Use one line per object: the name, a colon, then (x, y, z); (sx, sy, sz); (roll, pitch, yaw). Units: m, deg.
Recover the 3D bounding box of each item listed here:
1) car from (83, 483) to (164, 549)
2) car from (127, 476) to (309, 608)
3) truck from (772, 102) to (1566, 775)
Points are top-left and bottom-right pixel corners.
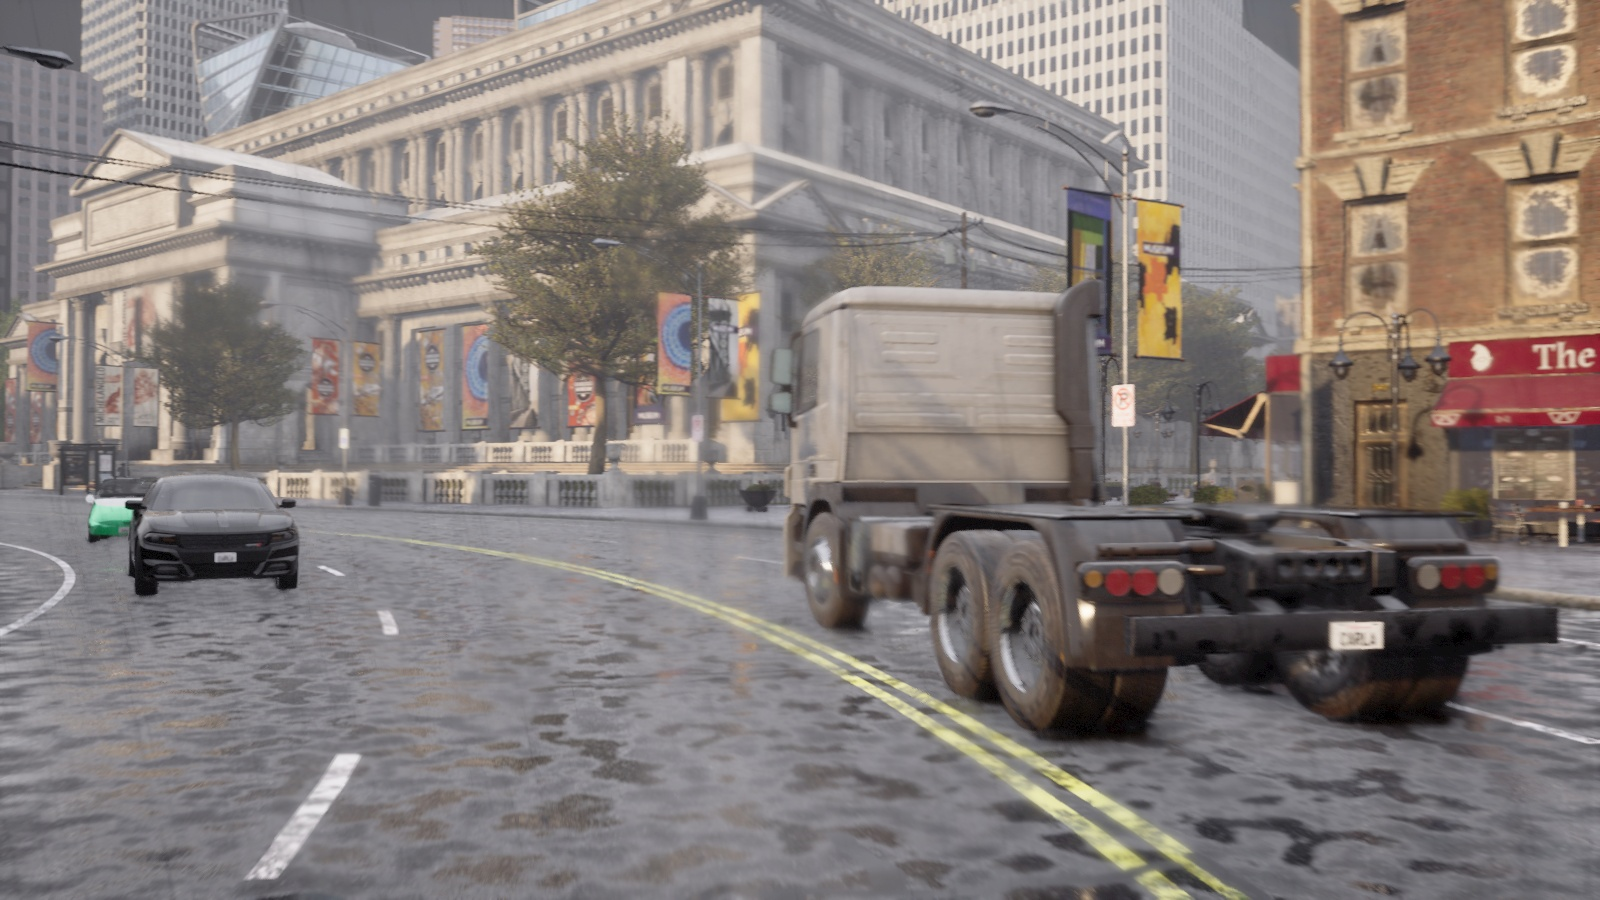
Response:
car: (-14.866, 1.410, 27.563); (1.481, 1.376, 2.207); (0, -1, -30)
car: (-8.174, 1.127, 17.364); (1.882, 1.535, 5.008); (0, -1, -29)
truck: (2.005, 0.000, 10.647); (2.891, 3.462, 7.936); (0, -1, -13)
